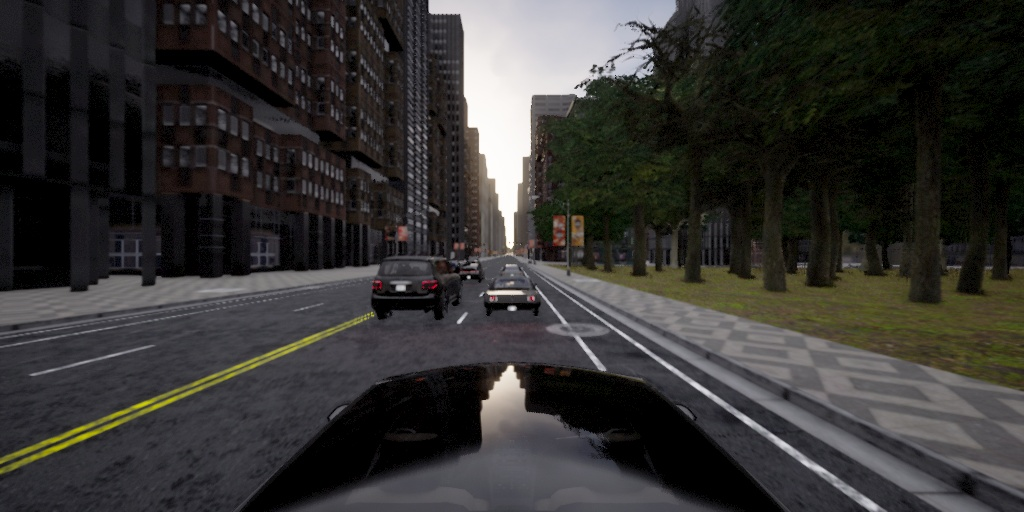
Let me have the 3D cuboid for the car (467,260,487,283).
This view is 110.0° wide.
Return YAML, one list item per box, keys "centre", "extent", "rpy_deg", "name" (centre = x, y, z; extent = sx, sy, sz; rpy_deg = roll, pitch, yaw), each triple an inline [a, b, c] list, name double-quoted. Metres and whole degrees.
- centre: [-3.224, 1.344, 29.356]
  extent: [1.837, 1.490, 4.892]
  rpy_deg: [0, 0, 0]
  name: "car"

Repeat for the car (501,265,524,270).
- centre: [0.026, 1.404, 29.512]
  extent: [1.994, 1.385, 4.181]
  rpy_deg: [0, 0, 1]
  name: "car"

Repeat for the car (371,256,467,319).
- centre: [-3.226, 1.025, 13.157]
  extent: [2.150, 2.045, 5.566]
  rpy_deg: [0, 0, 0]
  name: "car"

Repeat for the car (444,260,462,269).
- centre: [-9.819, 1.432, 60.273]
  extent: [2.033, 1.411, 5.357]
  rpy_deg: [0, 0, 1]
  name: "car"

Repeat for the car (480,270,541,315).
- centre: [0.029, 1.405, 13.707]
  extent: [1.895, 1.301, 4.718]
  rpy_deg: [0, 0, 0]
  name: "car"

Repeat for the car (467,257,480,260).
- centre: [-6.580, 1.106, 60.421]
  extent: [2.150, 2.045, 5.566]
  rpy_deg: [0, 0, 1]
  name: "car"
